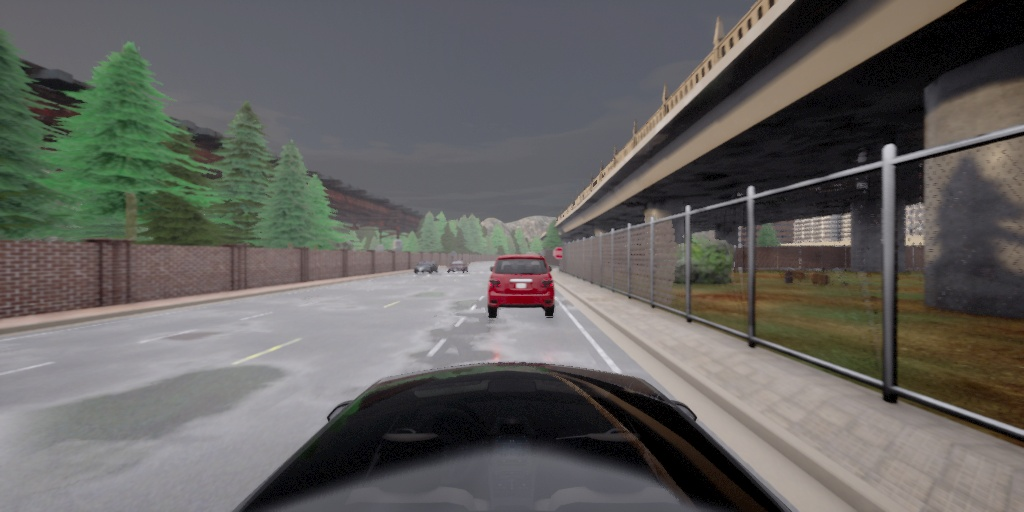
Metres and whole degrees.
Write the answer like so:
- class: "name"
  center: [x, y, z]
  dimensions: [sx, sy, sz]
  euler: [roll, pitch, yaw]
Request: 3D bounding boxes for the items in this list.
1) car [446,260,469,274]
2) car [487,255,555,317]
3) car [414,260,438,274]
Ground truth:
- class: "car"
  center: [-6.137, 1.201, 41.271]
  dimensions: [1.812, 1.442, 4.674]
  euler: [0, 0, 1]
- class: "car"
  center: [0.332, 0.971, 13.281]
  dimensions: [2.150, 2.045, 5.566]
  euler: [0, 0, 1]
- class: "car"
  center: [-9.660, 1.256, 40.599]
  dimensions: [2.128, 1.511, 4.902]
  euler: [0, 0, 2]
